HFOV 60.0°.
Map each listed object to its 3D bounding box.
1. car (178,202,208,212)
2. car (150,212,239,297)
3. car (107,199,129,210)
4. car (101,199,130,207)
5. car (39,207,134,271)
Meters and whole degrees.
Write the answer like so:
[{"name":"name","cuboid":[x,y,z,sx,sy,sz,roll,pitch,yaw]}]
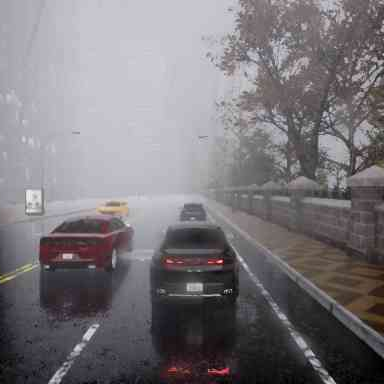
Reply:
[{"name":"car","cuboid":[0.071,1.504,24.212,1.837,1.490,4.892,0,0,0]},{"name":"car","cuboid":[0.067,1.503,8.529,1.837,1.490,4.892,0,0,0]},{"name":"car","cuboid":[-9.757,1.612,44.266,1.895,1.301,4.718,0,0,0]},{"name":"car","cuboid":[-6.597,1.478,28.437,1.882,1.535,5.008,0,0,0]},{"name":"car","cuboid":[-3.151,1.475,10.886,1.882,1.535,5.008,0,0,0]}]
